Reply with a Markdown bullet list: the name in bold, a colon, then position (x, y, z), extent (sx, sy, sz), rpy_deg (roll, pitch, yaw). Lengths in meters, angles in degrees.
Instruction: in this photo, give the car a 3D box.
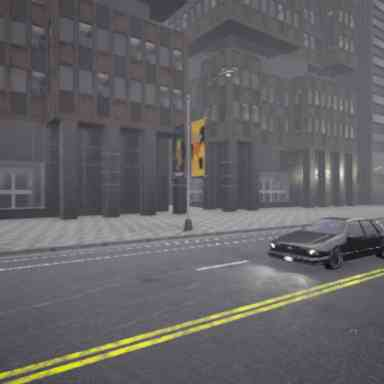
- **car**: position (4.973, 1.556, 11.225), extent (5.357, 1.411, 2.033), rpy_deg (0, 0, -36)
